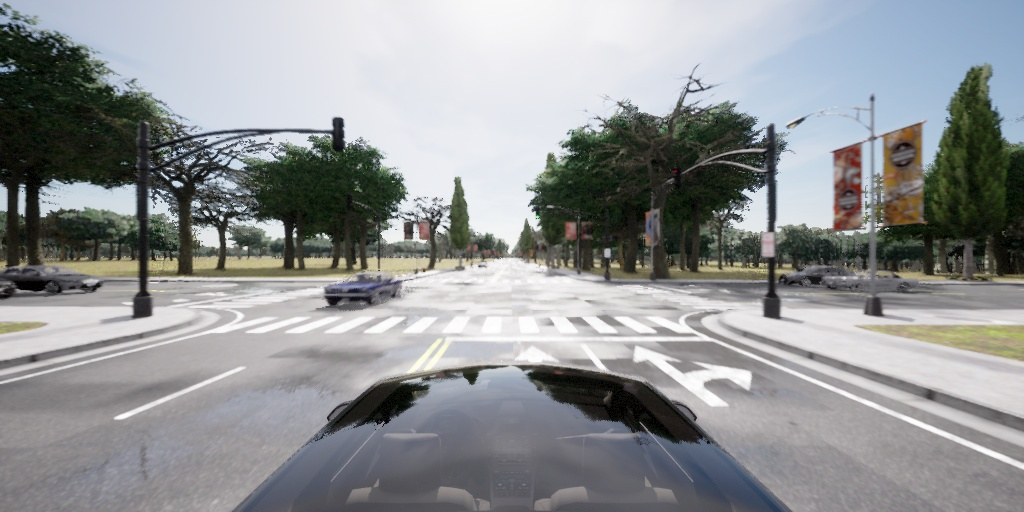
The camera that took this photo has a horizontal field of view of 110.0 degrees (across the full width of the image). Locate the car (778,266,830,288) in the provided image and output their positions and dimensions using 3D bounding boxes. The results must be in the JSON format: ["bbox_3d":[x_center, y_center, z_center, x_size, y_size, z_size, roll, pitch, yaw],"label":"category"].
[{"bbox_3d":[22.107,1.500,26.061,4.892,1.490,1.837,0,0,0],"label":"car"}]

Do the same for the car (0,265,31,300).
[{"bbox_3d":[-24.955,1.252,15.752,4.892,1.490,1.837,0,0,-1],"label":"car"}]

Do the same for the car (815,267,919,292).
[{"bbox_3d":[22.587,1.585,22.816,4.718,1.301,1.895,0,0,0],"label":"car"}]

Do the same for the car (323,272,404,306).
[{"bbox_3d":[-6.497,1.421,16.177,1.895,1.301,4.718,0,0,0],"label":"car"}]

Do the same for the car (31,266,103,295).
[{"bbox_3d":[-24.747,1.253,19.004,4.902,1.511,2.128,0,0,-1],"label":"car"}]
